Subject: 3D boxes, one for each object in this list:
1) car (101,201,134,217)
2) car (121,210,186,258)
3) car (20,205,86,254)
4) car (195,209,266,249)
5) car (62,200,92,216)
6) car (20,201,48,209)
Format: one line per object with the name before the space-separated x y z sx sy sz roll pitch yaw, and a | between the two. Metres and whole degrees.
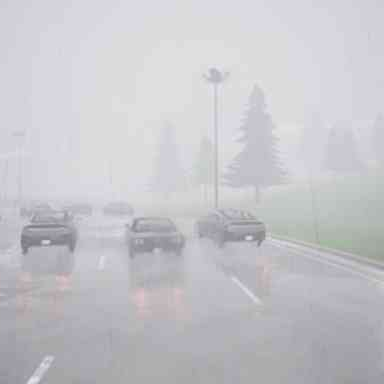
car | -7.306 1.586 32.408 1.994 1.385 4.181 0 0 -36
car | -1.607 1.607 12.886 1.895 1.301 4.718 0 0 -13
car | -5.695 1.507 13.749 2.128 1.511 4.902 0 0 -16
car | 1.509 1.491 14.672 2.128 1.511 4.902 0 0 -15
car | -11.153 1.508 31.679 1.882 1.535 5.008 0 0 -38
car | -13.489 1.528 28.654 2.128 1.511 4.902 0 0 -37
